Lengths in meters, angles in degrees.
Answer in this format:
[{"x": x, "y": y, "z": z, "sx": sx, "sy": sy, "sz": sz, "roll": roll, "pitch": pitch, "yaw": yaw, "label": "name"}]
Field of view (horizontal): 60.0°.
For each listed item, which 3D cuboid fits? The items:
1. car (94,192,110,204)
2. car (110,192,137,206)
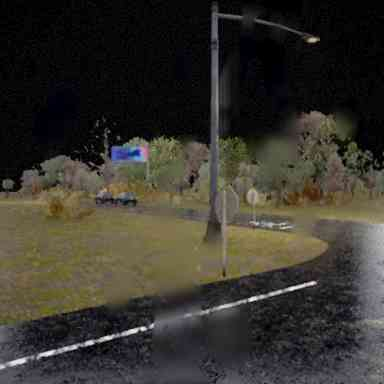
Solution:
[{"x": -16.140, "y": 1.064, "z": 61.120, "sx": 2.150, "sy": 2.045, "sz": 5.566, "roll": 0, "pitch": 0, "yaw": -34, "label": "car"}, {"x": -10.625, "y": 1.083, "z": 52.932, "sx": 2.150, "sy": 2.045, "sz": 5.566, "roll": 0, "pitch": 0, "yaw": -33, "label": "car"}]
